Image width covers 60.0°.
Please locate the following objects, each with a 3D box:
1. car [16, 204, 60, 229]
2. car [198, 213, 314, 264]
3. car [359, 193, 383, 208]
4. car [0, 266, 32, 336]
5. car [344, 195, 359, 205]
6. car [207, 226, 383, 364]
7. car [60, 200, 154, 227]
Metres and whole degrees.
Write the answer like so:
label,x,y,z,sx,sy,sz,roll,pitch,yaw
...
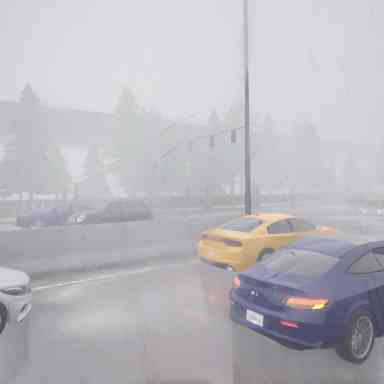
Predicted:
label,x,y,z,sx,sy,sz,roll,pitch,yaw
car,-7.754,1.414,19.957,5.008,1.535,1.882,-1,1,-35
car,2.516,1.373,9.869,5.008,1.535,1.882,-1,1,-35
car,20.527,0.865,35.821,5.008,1.535,1.882,-1,0,-35
car,-4.812,1.522,4.621,4.674,1.442,1.812,0,0,-36
car,20.418,0.947,40.040,4.718,1.301,1.895,-1,1,-35
car,2.707,1.458,5.720,4.674,1.442,1.812,-1,1,-35
car,-4.377,1.260,18.066,4.553,1.767,2.097,-1,1,-35
